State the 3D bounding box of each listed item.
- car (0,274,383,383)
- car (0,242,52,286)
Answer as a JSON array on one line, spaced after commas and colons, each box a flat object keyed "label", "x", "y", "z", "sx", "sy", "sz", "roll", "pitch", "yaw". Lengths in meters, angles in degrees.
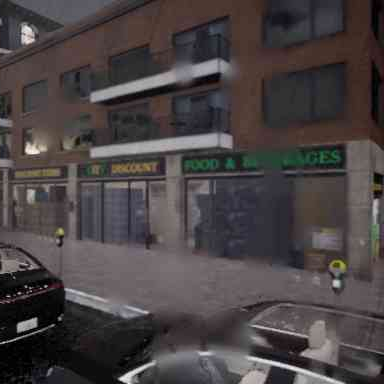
[{"label": "car", "x": 0.635, "y": 1.549, "z": 2.423, "sx": 4.403, "sy": 1.369, "sz": 2.008, "roll": 0, "pitch": 0, "yaw": 36}, {"label": "car", "x": -3.962, "y": 1.533, "z": 5.704, "sx": 4.403, "sy": 1.369, "sz": 2.008, "roll": 0, "pitch": 0, "yaw": 36}]
